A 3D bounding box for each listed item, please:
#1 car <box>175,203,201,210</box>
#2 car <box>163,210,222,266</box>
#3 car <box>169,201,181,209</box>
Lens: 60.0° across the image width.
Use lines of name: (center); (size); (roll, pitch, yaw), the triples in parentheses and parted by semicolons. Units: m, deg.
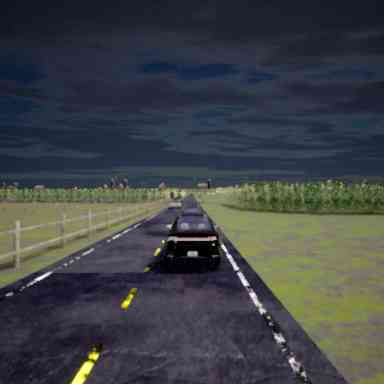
car: (0.022, 1.814, 25.212); (2.033, 1.411, 5.357); (0, -1, 1)
car: (0.041, 1.621, 12.106); (2.128, 1.511, 4.902); (0, -1, 1)
car: (-2.802, 2.159, 56.703); (1.895, 1.301, 4.718); (0, -1, 1)
